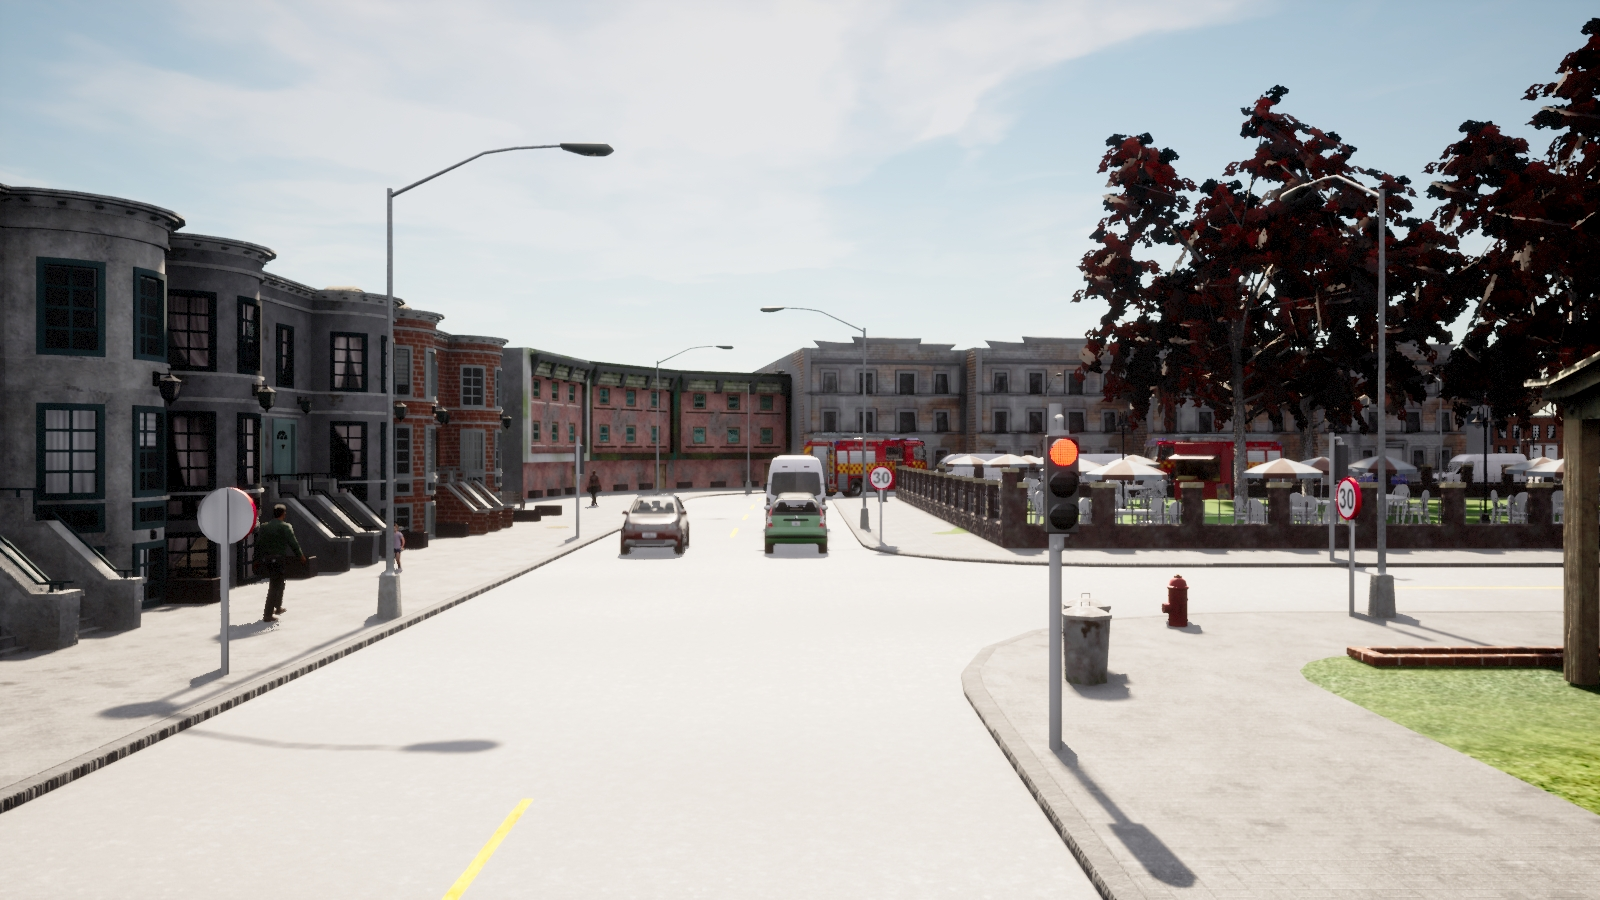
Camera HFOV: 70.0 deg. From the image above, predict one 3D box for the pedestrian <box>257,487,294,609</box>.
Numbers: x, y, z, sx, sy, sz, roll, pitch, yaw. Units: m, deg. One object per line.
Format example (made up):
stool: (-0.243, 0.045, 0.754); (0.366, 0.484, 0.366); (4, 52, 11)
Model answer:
pedestrian: (-8.212, 1.524, 17.909); (0.375, 1.860, 0.375); (0, 0, 14)

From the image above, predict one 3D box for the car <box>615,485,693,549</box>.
car: (-3.976, 1.806, 31.666); (1.789, 1.549, 3.705); (0, 0, -2)

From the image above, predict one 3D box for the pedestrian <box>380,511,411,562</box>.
pedestrian: (-8.925, 1.904, 25.206); (0.500, 1.100, 0.500); (0, 0, 2)

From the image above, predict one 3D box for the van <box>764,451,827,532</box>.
van: (-0.147, 1.315, 39.074); (1.988, 2.561, 5.915); (0, 0, 0)

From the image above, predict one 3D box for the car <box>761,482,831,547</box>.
car: (-0.119, 1.779, 32.373); (1.851, 1.617, 3.988); (0, 0, 0)

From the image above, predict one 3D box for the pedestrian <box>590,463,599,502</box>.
pedestrian: (-9.708, 1.525, 53.962); (0.375, 1.860, 0.375); (0, 0, 4)

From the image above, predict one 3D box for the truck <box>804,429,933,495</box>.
truck: (4.295, 0.672, 70.228); (8.468, 3.827, 2.891); (0, 0, -43)

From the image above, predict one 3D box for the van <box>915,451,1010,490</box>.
van: (10.550, 1.314, 74.428); (5.915, 2.561, 1.988); (0, 0, 0)
